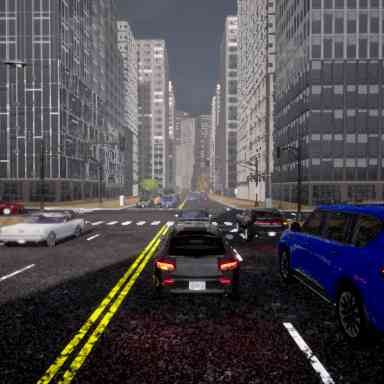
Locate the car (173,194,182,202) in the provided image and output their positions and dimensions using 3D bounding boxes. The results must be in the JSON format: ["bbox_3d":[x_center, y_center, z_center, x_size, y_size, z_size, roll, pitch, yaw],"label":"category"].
[{"bbox_3d":[-3.325,1.285,77.398,2.097,1.767,4.553,0,0,0],"label":"car"}]

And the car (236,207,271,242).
[{"bbox_3d":[3.335,1.496,16.294,1.837,1.490,4.892,0,0,0],"label":"car"}]

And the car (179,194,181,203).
[{"bbox_3d":[-3.390,1.503,57.374,2.033,1.411,5.357,0,0,0],"label":"car"}]

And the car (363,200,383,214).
[{"bbox_3d":[21.774,1.643,36.707,4.829,1.417,1.752,1,0,1],"label":"car"}]

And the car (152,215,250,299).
[{"bbox_3d":[0.091,1.522,8.290,1.812,1.442,4.674,0,0,0],"label":"car"}]

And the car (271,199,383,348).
[{"bbox_3d":[3.347,1.218,6.434,2.150,2.045,5.566,0,0,0],"label":"car"}]

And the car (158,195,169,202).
[{"bbox_3d":[-6.574,1.471,76.500,2.033,1.411,5.357,0,0,0],"label":"car"}]

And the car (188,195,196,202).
[{"bbox_3d":[-0.013,1.482,71.443,2.033,1.411,5.357,0,0,0],"label":"car"}]

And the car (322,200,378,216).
[{"bbox_3d":[16.193,1.616,34.201,4.892,1.490,1.837,0,1,0],"label":"car"}]

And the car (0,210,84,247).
[{"bbox_3d":[-6.540,1.593,15.019,1.895,1.301,4.718,0,0,1],"label":"car"}]

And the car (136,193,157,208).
[{"bbox_3d":[-6.673,1.318,47.853,2.097,1.767,4.553,0,0,1],"label":"car"}]

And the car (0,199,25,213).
[{"bbox_3d":[-18.547,1.330,31.531,5.008,1.535,1.882,1,1,1],"label":"car"}]

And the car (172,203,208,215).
[{"bbox_3d":[0.085,1.538,17.564,2.033,1.411,5.357,0,0,0],"label":"car"}]

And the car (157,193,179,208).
[{"bbox_3d":[-3.391,1.318,47.902,2.097,1.767,4.553,0,0,0],"label":"car"}]

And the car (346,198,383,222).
[{"bbox_3d":[16.174,1.520,28.416,5.009,1.841,2.192,1,0,1],"label":"car"}]

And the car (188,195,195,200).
[{"bbox_3d":[-0.087,1.461,90.723,1.994,1.385,4.181,0,0,0],"label":"car"}]

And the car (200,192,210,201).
[{"bbox_3d":[3.174,1.443,79.610,1.812,1.442,4.674,0,0,0],"label":"car"}]

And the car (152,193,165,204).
[{"bbox_3d":[-6.594,1.166,66.020,2.150,2.045,5.566,0,0,1],"label":"car"}]

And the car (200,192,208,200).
[{"bbox_3d":[3.164,0.968,89.640,2.150,2.045,5.566,0,0,0],"label":"car"}]
